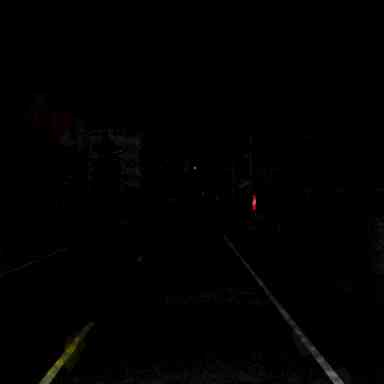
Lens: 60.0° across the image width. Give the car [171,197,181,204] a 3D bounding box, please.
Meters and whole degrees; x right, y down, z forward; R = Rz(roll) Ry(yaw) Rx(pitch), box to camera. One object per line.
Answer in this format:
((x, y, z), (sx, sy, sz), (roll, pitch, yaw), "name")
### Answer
((-3.596, 1.851, 74.426), (2.097, 1.767, 4.553), (0, 0, 0), "car")
